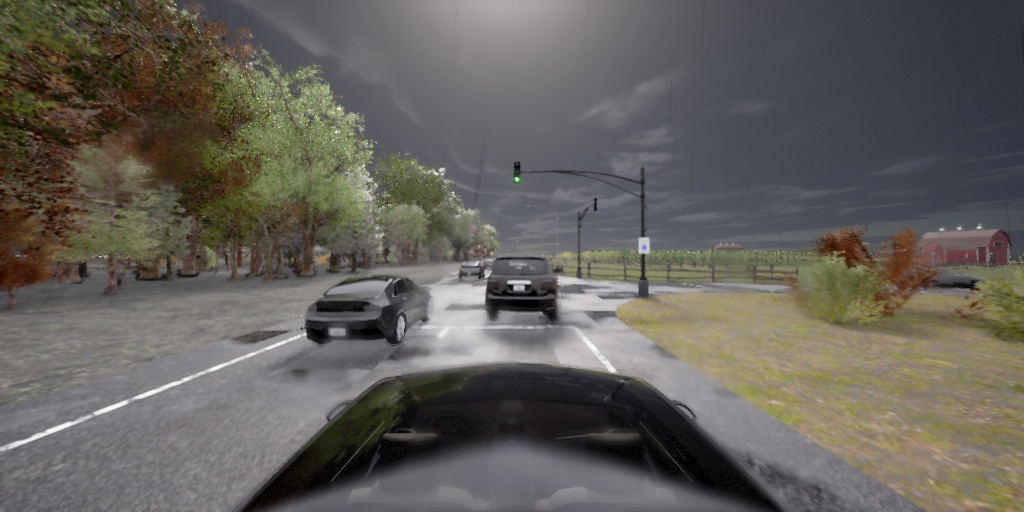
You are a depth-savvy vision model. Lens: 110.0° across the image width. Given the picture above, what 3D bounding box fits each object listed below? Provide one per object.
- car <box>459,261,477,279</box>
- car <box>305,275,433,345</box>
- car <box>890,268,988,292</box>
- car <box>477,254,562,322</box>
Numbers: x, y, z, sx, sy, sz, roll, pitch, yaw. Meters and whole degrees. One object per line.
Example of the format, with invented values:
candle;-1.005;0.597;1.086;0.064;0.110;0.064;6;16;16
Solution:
car;-3.406;1.189;31.108;2.128;1.511;4.902;0;0;0
car;-3.401;1.242;9.426;1.837;1.490;4.892;0;0;0
car;27.330;1.492;22.998;4.902;1.511;2.128;1;-1;0
car;0.552;0.955;12.499;2.150;2.045;5.566;0;0;8
